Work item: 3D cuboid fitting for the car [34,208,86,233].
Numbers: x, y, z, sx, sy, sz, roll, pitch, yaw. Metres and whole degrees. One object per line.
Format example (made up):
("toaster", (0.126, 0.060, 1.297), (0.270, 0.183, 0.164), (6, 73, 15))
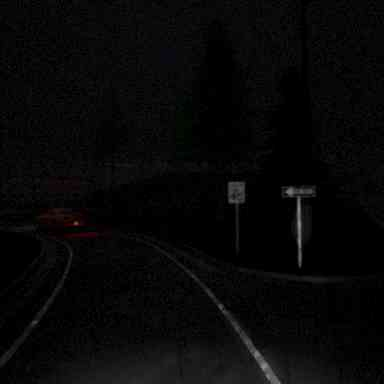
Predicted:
("car", (-9.159, 1.878, 22.991), (5.008, 1.535, 1.882), (-1, -2, 45))
